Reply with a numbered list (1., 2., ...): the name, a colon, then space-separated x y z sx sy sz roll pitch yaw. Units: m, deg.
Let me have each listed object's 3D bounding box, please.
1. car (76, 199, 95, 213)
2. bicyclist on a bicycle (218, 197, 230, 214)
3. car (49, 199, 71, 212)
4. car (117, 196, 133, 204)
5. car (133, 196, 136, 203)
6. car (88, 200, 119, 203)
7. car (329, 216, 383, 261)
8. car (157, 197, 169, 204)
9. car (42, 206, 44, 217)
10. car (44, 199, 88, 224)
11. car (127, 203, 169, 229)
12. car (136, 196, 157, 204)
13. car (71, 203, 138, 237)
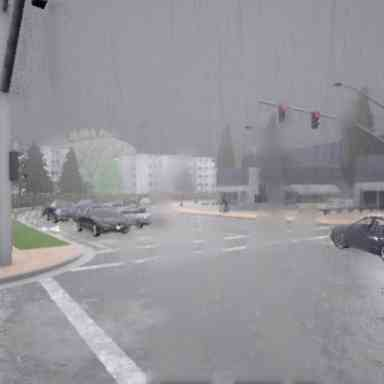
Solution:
1. car: -13.181 1.674 41.354 1.882 1.535 5.008 0 0 -14
2. bicyclist on a bicycle: 3.192 1.354 32.898 1.656 1.620 0.582 -1 0 -36
3. car: -17.409 1.739 44.163 1.837 1.490 4.892 0 0 -11
4. car: -11.235 1.756 53.035 2.033 1.411 5.357 0 0 -1
5. car: -10.408 1.577 63.290 2.097 1.767 4.553 0 0 13
6. car: -8.838 1.687 30.692 2.033 1.411 5.357 0 0 -32
7. car: 6.752 1.525 11.436 2.033 1.411 5.357 0 0 -3
8. car: -6.062 1.690 65.849 2.128 1.511 4.902 0 0 20
9. car: -14.462 1.791 34.396 1.895 1.301 4.718 0 0 -22
10. car: -10.111 1.491 26.460 2.097 1.767 4.553 0 0 -32
11. car: -3.491 1.681 22.664 1.895 1.301 4.718 0 0 -35
12. car: -7.647 1.713 55.999 1.812 1.442 4.674 0 0 2
13. car: -5.127 1.589 18.931 1.837 1.490 4.892 0 0 -35
